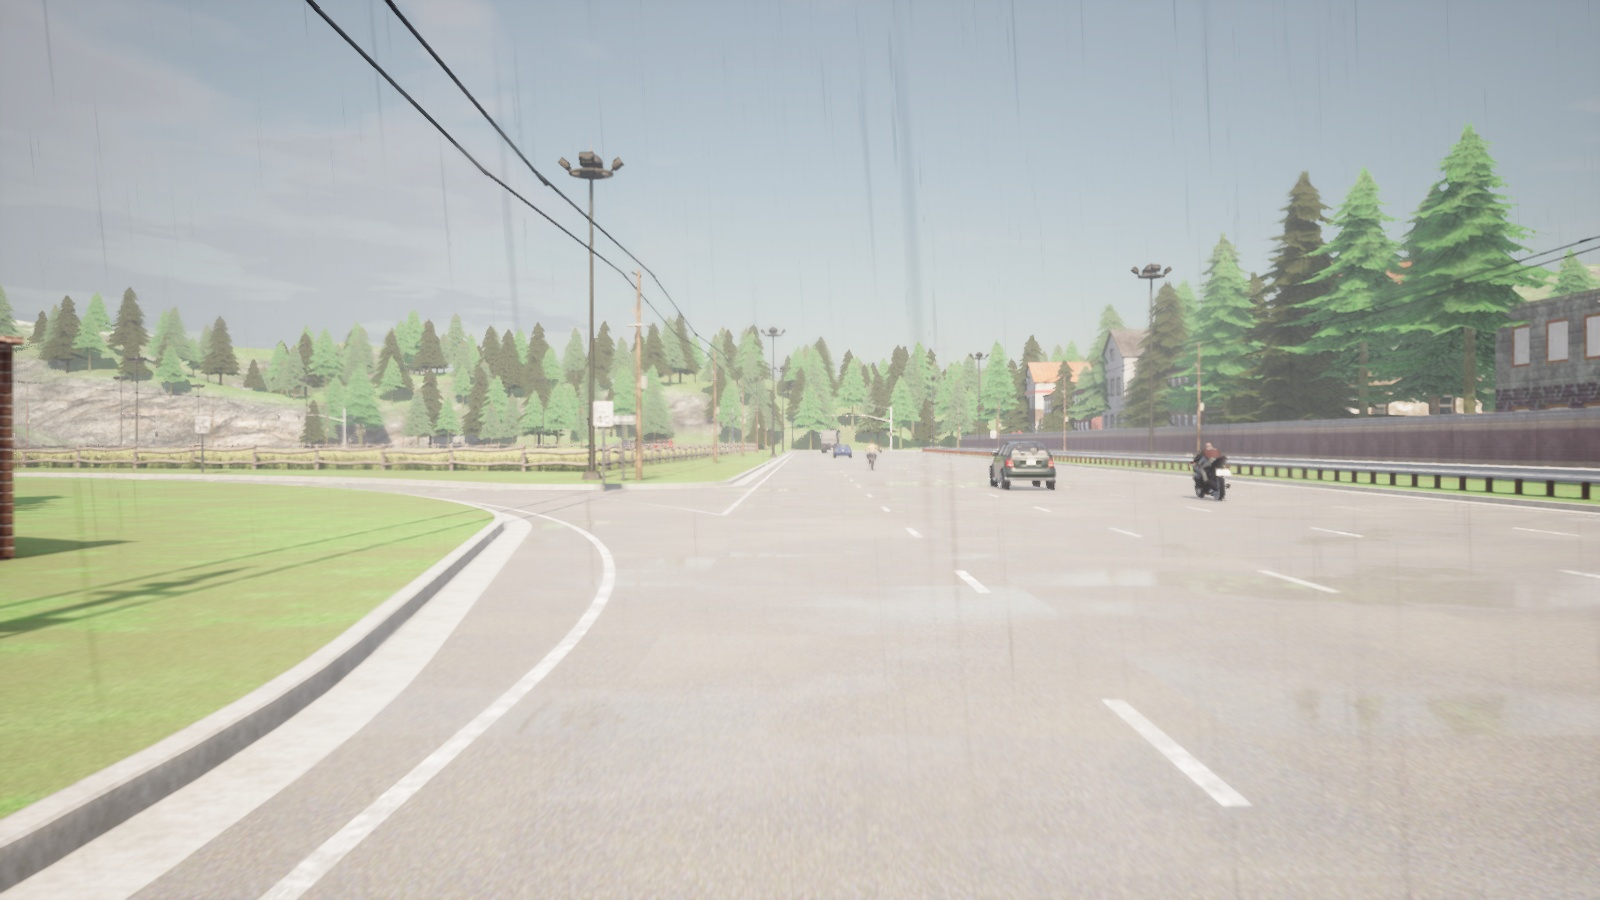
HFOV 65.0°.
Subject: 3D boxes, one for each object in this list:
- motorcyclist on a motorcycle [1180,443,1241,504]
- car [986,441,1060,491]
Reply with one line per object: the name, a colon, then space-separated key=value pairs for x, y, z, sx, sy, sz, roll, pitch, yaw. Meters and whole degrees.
motorcyclist on a motorcycle: x=10.703 y=0.596 z=32.811 sx=0.866 sy=1.530 sz=2.191 roll=0 pitch=0 yaw=0
car: x=7.251 y=0.487 z=41.213 sx=1.789 sy=1.549 sz=3.705 roll=0 pitch=0 yaw=0
